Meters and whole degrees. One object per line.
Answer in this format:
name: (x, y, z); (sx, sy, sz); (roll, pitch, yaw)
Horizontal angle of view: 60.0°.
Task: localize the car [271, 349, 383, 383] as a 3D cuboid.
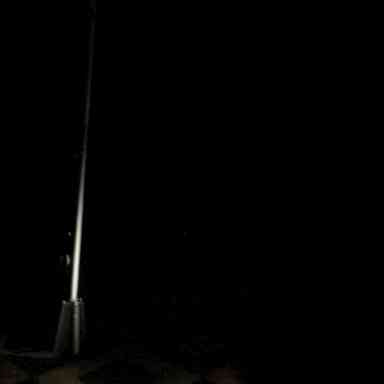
car: (3.016, 1.704, 2.131); (5.008, 1.535, 1.882); (2, -2, 4)
